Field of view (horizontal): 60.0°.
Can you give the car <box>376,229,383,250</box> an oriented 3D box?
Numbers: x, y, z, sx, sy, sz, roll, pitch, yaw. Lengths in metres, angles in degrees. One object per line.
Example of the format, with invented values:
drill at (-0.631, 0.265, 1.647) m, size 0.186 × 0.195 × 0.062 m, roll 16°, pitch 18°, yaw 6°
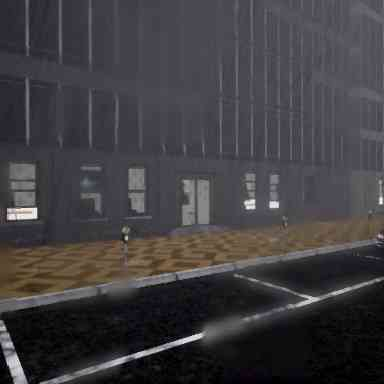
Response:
car at (8.819, 1.541, 12.851) m, size 4.403 × 1.369 × 2.008 m, roll 0°, pitch 0°, yaw -36°
